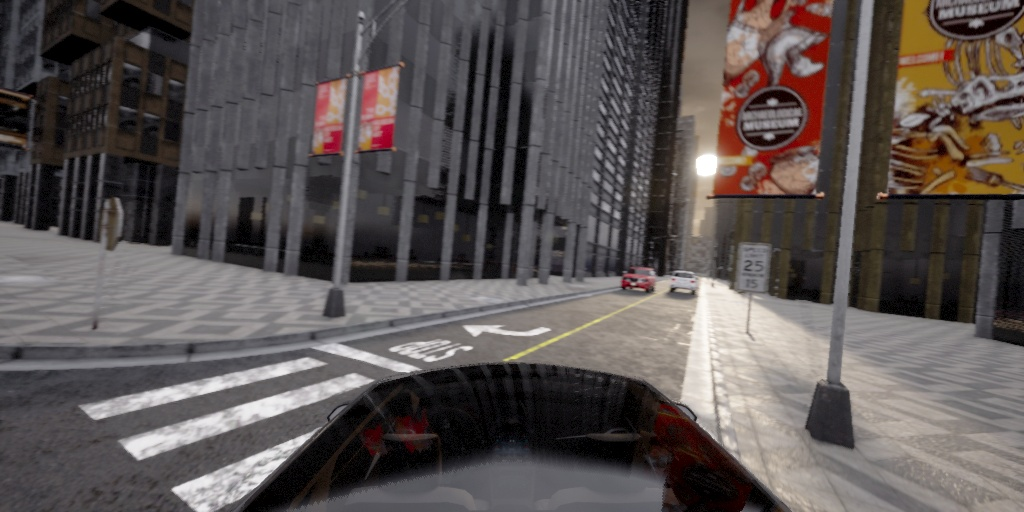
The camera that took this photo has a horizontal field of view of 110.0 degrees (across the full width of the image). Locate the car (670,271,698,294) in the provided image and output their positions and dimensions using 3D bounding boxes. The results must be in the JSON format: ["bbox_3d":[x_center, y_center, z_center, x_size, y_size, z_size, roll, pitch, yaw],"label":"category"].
[{"bbox_3d":[16.856,2.548,35.173,2.150,2.045,5.566,5,0,28],"label":"car"}]

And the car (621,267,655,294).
[{"bbox_3d":[10.982,2.004,30.872,2.150,2.045,5.566,5,0,28],"label":"car"}]
